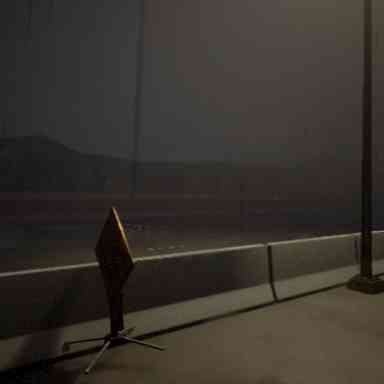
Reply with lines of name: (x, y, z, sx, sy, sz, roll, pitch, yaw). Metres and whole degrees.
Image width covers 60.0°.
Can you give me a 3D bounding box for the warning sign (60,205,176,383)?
warning sign: (-1.024, 1.133, 4.429, 1.060, 1.860, 1.300, 1, 0, -35)
